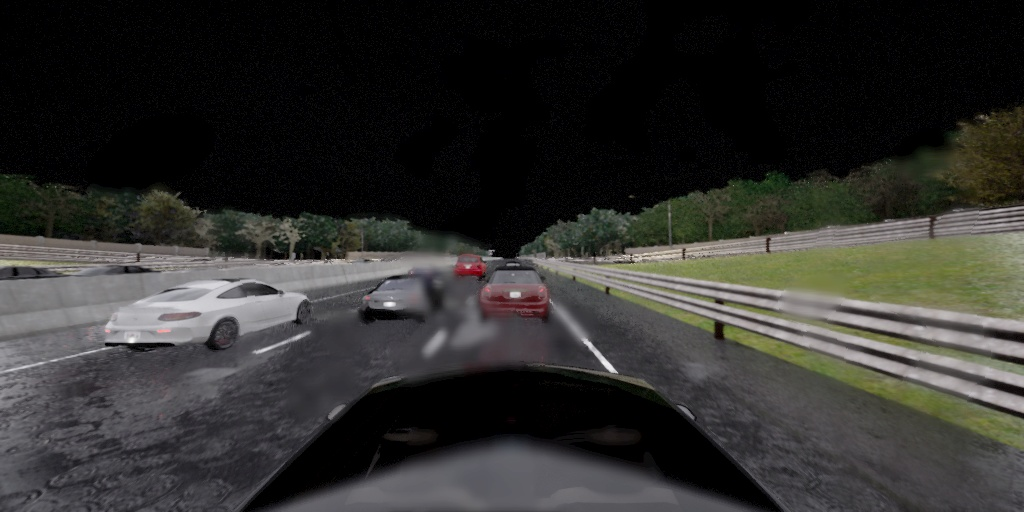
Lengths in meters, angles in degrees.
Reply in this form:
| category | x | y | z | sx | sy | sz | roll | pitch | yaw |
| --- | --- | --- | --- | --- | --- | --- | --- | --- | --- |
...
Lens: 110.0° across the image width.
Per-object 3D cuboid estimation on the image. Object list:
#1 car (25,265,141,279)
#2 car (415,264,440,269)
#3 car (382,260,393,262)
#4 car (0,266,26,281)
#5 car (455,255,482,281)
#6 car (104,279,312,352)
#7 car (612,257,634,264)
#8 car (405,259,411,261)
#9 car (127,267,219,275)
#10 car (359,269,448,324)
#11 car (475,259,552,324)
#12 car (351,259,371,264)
| category | x | y | z | sx | sy | sz | roll | pitch | yaw |
| --- | --- | --- | --- | --- | --- | --- | --- | --- | --- |
| car | -21.110 | 1.252 | 18.762 | 1.837 | 1.490 | 4.892 | 0 | 0 | 0 |
| car | -6.918 | 1.346 | 29.535 | 1.895 | 1.301 | 4.718 | 0 | 0 | 0 |
| car | -21.068 | 1.313 | 59.728 | 1.895 | 1.301 | 4.718 | 0 | 0 | 1 |
| car | -24.609 | 1.252 | 17.034 | 1.837 | 1.490 | 4.892 | 0 | 0 | 0 |
| car | -3.418 | 0.966 | 30.439 | 2.150 | 2.045 | 5.566 | 0 | 0 | 0 |
| car | -6.904 | 1.276 | 8.823 | 1.812 | 1.442 | 4.674 | 0 | 0 | 0 |
| car | 18.906 | 0.843 | 61.347 | 1.994 | 1.385 | 4.181 | 0 | -2 | -17 |
| car | -17.576 | 1.275 | 60.200 | 1.994 | 1.385 | 4.181 | 0 | 0 | 1 |
| car | -17.612 | 1.348 | 19.752 | 1.895 | 1.301 | 4.718 | 0 | 0 | 0 |
| car | -3.406 | 1.314 | 11.992 | 1.994 | 1.385 | 4.181 | 0 | 0 | 0 |
| car | 0.094 | 1.103 | 12.166 | 2.097 | 1.767 | 4.553 | 0 | 0 | 0 |
| car | -24.574 | 1.217 | 58.530 | 1.837 | 1.490 | 4.892 | 0 | 0 | 1 |
